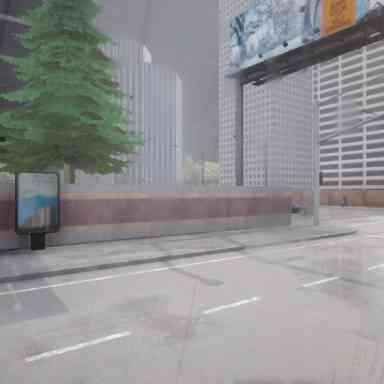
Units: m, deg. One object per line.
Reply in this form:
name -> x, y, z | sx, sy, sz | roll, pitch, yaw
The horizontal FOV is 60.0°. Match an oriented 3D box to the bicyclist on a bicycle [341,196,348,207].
bicyclist on a bicycle -> 21.243, 1.301, 46.301 | 1.656, 1.620, 0.582 | 0, 0, -35

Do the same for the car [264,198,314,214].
car -> 10.512, 1.491, 36.394 | 2.128, 1.511, 4.902 | 0, 0, -35

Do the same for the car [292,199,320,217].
car -> 9.674, 1.491, 31.518 | 2.128, 1.511, 4.902 | 0, 0, -35
